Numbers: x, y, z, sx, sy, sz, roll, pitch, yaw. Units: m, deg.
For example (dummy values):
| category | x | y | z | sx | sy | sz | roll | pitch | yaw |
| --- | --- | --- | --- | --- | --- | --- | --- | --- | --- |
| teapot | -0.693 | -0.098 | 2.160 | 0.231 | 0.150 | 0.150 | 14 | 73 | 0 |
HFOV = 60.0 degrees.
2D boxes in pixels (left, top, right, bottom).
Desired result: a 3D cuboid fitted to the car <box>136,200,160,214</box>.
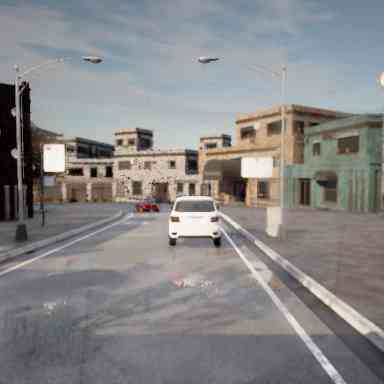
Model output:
| category | x | y | z | sx | sy | sz | roll | pitch | yaw |
| --- | --- | --- | --- | --- | --- | --- | --- | --- | --- |
| car | -4.548 | 1.476 | 34.290 | 1.895 | 1.301 | 4.718 | -1 | 0 | -17 |

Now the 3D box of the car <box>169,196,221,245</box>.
| category | x | y | z | sx | sy | sz | roll | pitch | yaw |
| --- | --- | --- | --- | --- | --- | --- | --- | --- | --- |
| car | 0.115 | 1.200 | 15.516 | 2.150 | 2.045 | 5.566 | 0 | 1 | 0 |

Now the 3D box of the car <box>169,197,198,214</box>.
| category | x | y | z | sx | sy | sz | roll | pitch | yaw |
| --- | --- | --- | --- | --- | --- | --- | --- | --- | --- |
| car | -1.028 | 1.368 | 35.152 | 2.033 | 1.411 | 5.357 | -1 | 1 | -13 |
